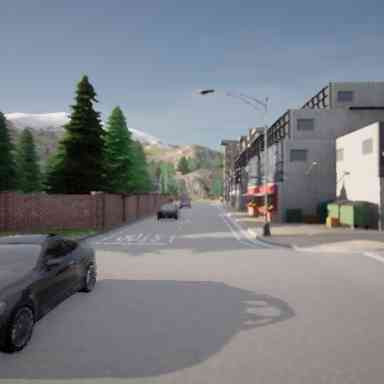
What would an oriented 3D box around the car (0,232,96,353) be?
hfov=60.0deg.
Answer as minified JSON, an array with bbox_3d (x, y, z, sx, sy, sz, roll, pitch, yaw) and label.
[{"bbox_3d":[-3.274,1.571,6.379,1.812,1.442,4.674,0,0,2],"label":"car"}]

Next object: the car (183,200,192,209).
[{"bbox_3d":[-1.046,2.167,58.149,2.033,1.411,5.357,0,-1,2],"label":"car"}]

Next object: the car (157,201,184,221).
[{"bbox_3d":[-2.171,1.881,32.049,1.882,1.535,5.008,0,0,2],"label":"car"}]
